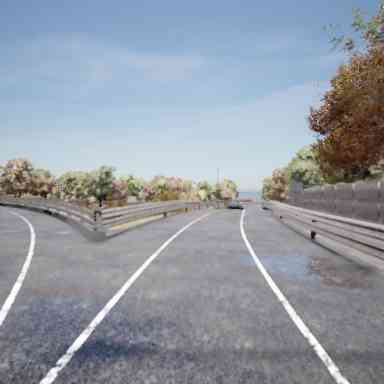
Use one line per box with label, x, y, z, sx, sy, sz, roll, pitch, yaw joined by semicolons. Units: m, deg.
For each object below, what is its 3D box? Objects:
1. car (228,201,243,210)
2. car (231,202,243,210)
car;7.099;2.257;55.857;1.994;1.385;4.181;0;-3;10
car;8.958;2.845;65.715;1.994;1.385;4.181;0;-4;12
